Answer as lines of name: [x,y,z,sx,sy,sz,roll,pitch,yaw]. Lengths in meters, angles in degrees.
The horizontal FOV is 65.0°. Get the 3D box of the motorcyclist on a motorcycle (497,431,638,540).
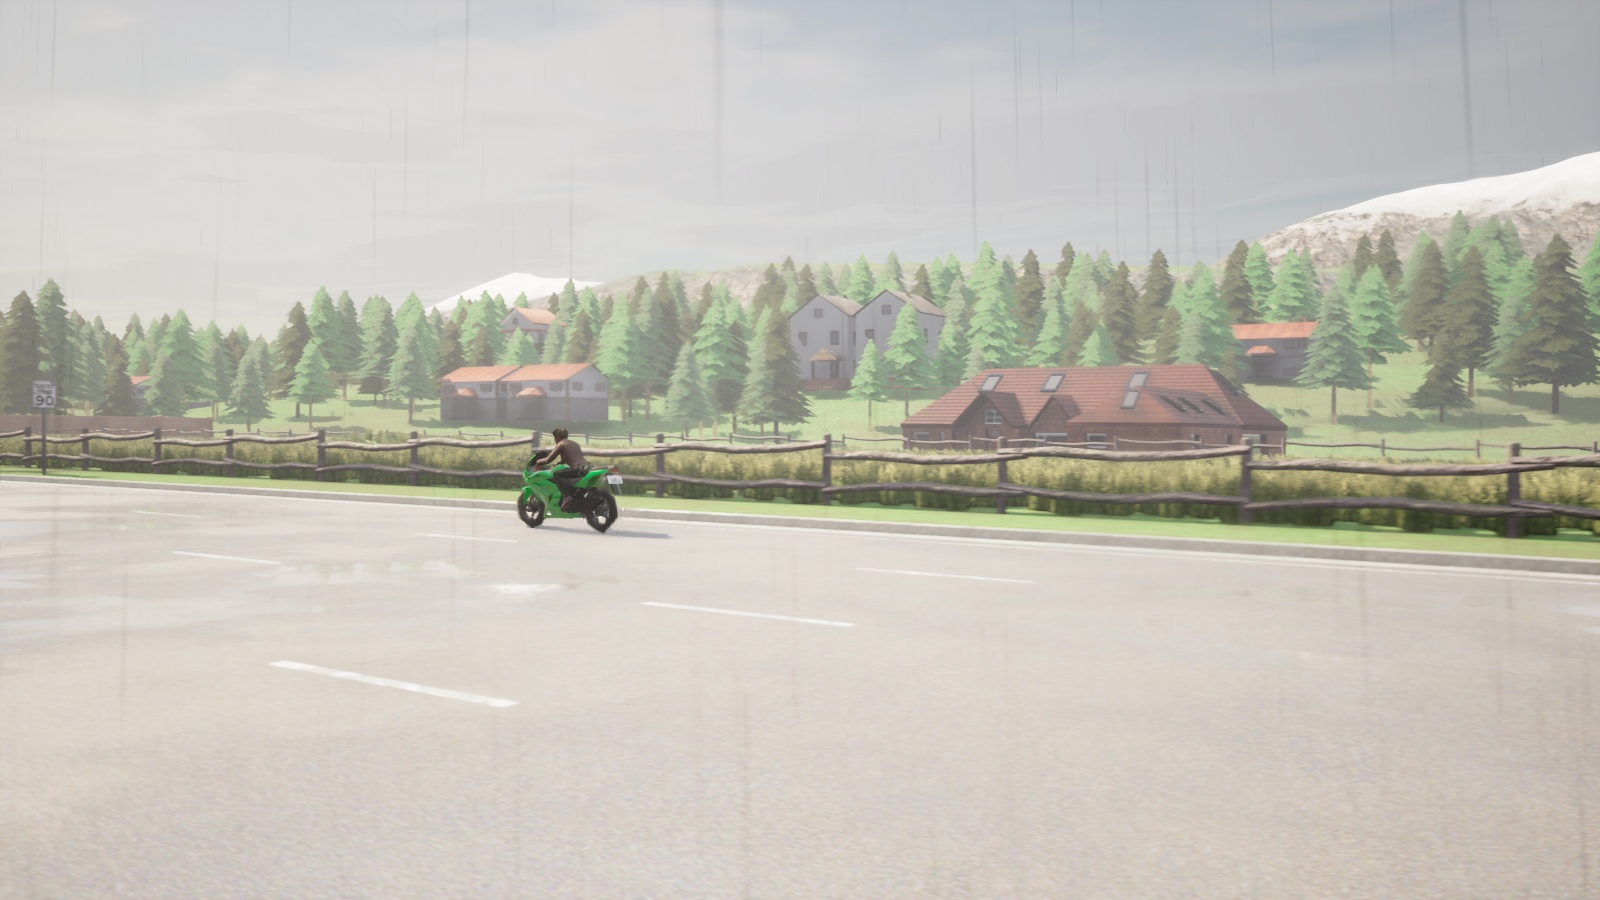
motorcyclist on a motorcycle: [-3.439,0.492,18.511,2.044,1.523,0.797,0,1,34]
